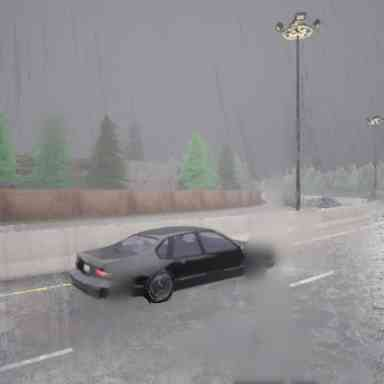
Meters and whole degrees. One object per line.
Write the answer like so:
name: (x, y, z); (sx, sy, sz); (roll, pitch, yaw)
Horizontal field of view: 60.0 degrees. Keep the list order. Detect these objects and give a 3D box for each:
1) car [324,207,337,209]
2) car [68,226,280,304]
car: (14.475, 1.593, 34.415); (1.994, 1.385, 4.181); (0, 0, 34)
car: (-0.142, 1.567, 8.214); (5.357, 1.411, 2.033); (0, 0, -39)
